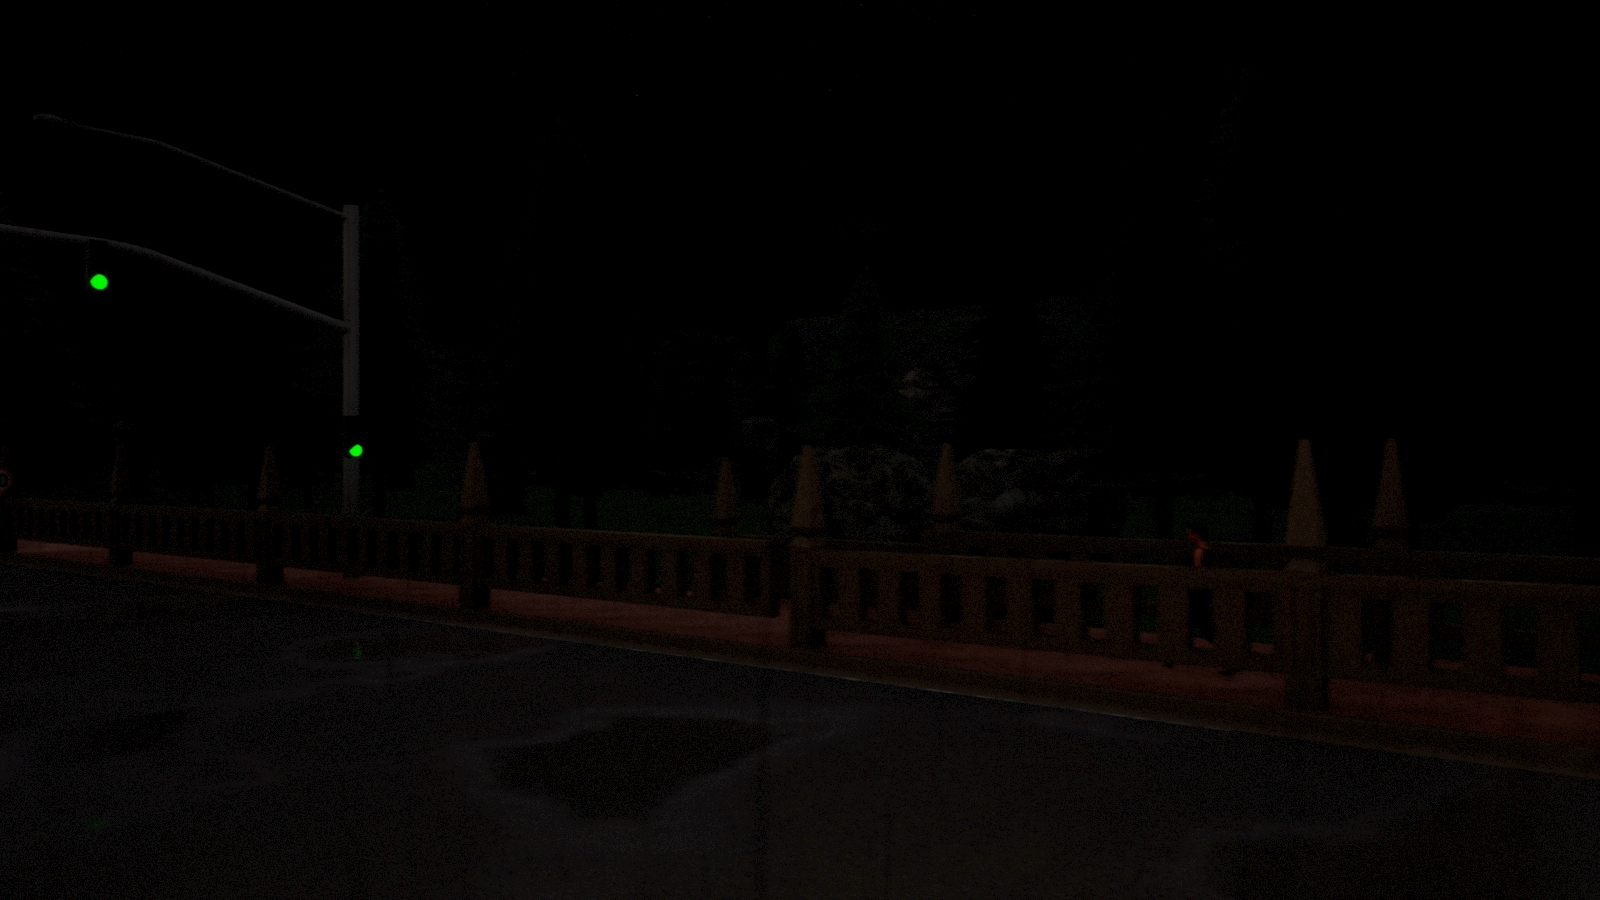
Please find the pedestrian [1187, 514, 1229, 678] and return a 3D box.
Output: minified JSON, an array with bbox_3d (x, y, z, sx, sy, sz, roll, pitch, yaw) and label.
[{"bbox_3d":[4.789,1.695,13.416,0.375,1.860,0.375,0,0,35],"label":"pedestrian"}]
